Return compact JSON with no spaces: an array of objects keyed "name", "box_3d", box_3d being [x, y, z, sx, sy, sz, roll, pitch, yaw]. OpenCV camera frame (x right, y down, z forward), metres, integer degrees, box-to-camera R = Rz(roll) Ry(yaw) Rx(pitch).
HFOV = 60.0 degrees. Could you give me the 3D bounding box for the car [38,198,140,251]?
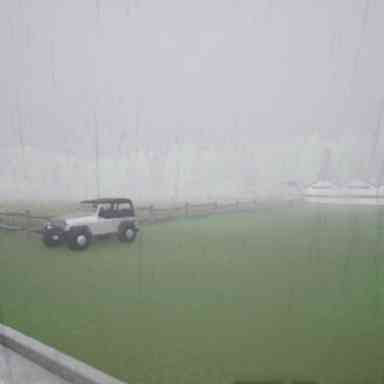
[{"name":"car","box_3d":[-3.895,1.179,13.309,1.905,1.878,3.866,0,0,35]}]
